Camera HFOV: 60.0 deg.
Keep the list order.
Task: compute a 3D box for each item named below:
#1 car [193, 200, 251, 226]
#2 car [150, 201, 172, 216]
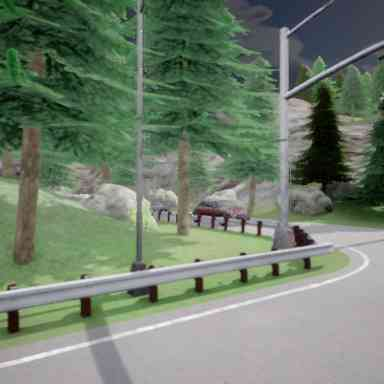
[{"bbox_3d":[2.069,1.368,23.789,2.097,1.767,4.553,0,0,-35],"label":"car"},{"bbox_3d":[-3.659,1.573,31.988,1.994,1.385,4.181,0,0,-34],"label":"car"}]
